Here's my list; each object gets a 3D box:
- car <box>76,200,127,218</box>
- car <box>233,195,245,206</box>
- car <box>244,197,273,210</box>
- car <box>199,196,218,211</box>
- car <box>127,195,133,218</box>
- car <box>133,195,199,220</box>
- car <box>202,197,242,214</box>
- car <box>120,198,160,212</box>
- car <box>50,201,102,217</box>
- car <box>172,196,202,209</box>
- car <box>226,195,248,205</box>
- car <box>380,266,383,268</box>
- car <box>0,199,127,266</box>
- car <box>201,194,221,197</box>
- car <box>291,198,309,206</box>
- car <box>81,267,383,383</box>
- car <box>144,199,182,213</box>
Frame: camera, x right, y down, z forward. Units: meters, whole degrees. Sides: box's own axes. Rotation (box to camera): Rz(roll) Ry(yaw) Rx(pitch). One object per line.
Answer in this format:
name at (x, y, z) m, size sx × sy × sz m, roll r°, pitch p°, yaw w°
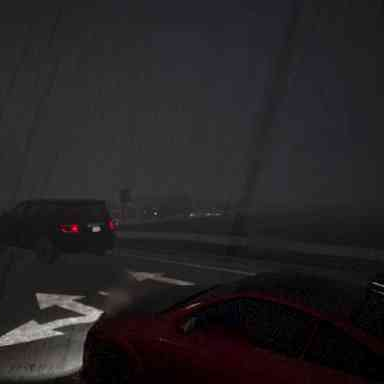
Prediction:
car at (-8.642, 1.597, 32.113) m, size 1.812 × 1.442 × 4.674 m, roll 0°, pitch 0°, yaw 36°
car at (8.433, 1.562, 55.387) m, size 2.128 × 1.511 × 4.902 m, roll 0°, pitch 0°, yaw 37°
car at (9.260, 1.615, 44.694) m, size 1.994 × 1.385 × 4.181 m, roll 0°, pitch 0°, yaw 37°
car at (0.576, 1.539, 38.779) m, size 1.882 × 1.535 × 5.008 m, roll 0°, pitch 0°, yaw 36°
car at (-5.128, 1.284, 30.988) m, size 2.150 × 2.045 × 5.566 m, roll 0°, pitch 0°, yaw 36°
car at (-2.128, 1.273, 29.150) m, size 2.150 × 2.045 × 5.566 m, roll 0°, pitch 0°, yaw 37°
car at (3.397, 1.616, 36.705) m, size 1.994 × 1.385 × 4.181 m, roll 0°, pitch 0°, yaw 36°
car at (-6.330, 1.559, 41.196) m, size 1.882 × 1.535 × 5.008 m, roll 0°, pitch 0°, yaw 36°
car at (-11.688, 1.682, 33.877) m, size 1.895 × 1.301 × 4.718 m, roll 0°, pitch 0°, yaw 36°
car at (-0.682, 1.433, 48.903) m, size 2.097 × 1.767 × 4.553 m, roll 0°, pitch 0°, yaw 36°
car at (8.240, 1.432, 60.996) m, size 2.097 × 1.767 × 4.553 m, roll 0°, pitch 0°, yaw 37°
car at (5.202, 1.473, 4.578) m, size 5.008 × 1.535 × 1.882 m, roll 0°, pitch 0°, yaw 36°
car at (-5.176, 1.254, 11.977) m, size 5.566 × 2.045 × 2.150 m, roll 0°, pitch 0°, yaw 36°
car at (2.250, 1.293, 46.985) m, size 2.150 × 2.045 × 5.566 m, roll 0°, pitch 0°, yaw 36°
car at (18.635, 1.652, 57.363) m, size 1.895 × 1.301 × 4.718 m, roll 0°, pitch 0°, yaw 36°
car at (0.773, 1.568, 3.442) m, size 4.181 × 1.385 × 1.994 m, roll 0°, pitch 0°, yaw 35°
car at (-3.341, 1.597, 39.351) m, size 1.812 × 1.442 × 4.674 m, roll 0°, pitch 0°, yaw 36°
